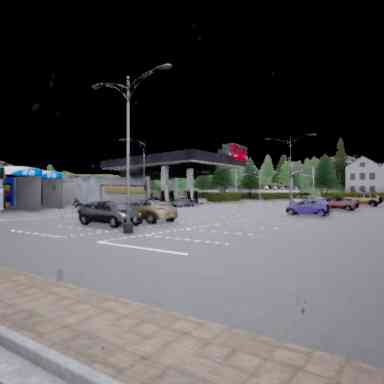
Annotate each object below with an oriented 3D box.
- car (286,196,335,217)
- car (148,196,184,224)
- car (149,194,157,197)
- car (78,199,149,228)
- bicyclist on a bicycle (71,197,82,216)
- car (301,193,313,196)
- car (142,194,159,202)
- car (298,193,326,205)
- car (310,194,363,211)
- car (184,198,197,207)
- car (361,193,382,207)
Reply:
[{"bbox_3d":[9.827,1.321,28.317,3.633,1.501,1.845,0,0,36],"label":"car"},{"bbox_3d":[-3.350,1.333,23.259,5.027,1.636,2.152,0,0,36],"label":"car"},{"bbox_3d":[-7.935,1.487,73.768,2.242,1.667,4.611,0,0,36],"label":"car"},{"bbox_3d":[-5.155,1.342,20.693,4.514,1.523,2.007,0,0,36],"label":"car"},{"bbox_3d":[-10.156,1.304,29.290,1.656,1.620,0.582,0,0,36],"label":"bicyclist on a bicycle"},{"bbox_3d":[16.776,1.363,50.981,3.806,1.475,1.970,0,0,36],"label":"car"},{"bbox_3d":[-9.958,1.321,80.607,1.905,1.878,3.866,0,0,36],"label":"car"},{"bbox_3d":[19.227,1.079,53.309,3.866,1.878,1.905,0,0,36],"label":"car"},{"bbox_3d":[15.744,1.299,36.370,4.514,1.523,2.007,0,0,36],"label":"car"},{"bbox_3d":[-1.151,1.568,48.022,1.994,1.385,4.181,0,0,37],"label":"car"},{"bbox_3d":[23.652,1.098,46.020,4.605,1.855,1.932,0,0,36],"label":"car"}]
